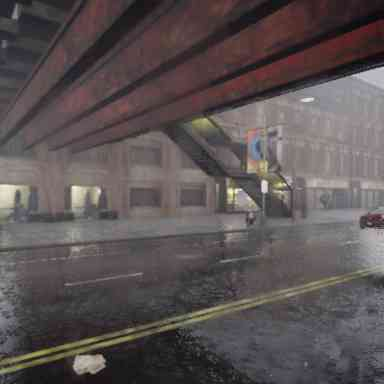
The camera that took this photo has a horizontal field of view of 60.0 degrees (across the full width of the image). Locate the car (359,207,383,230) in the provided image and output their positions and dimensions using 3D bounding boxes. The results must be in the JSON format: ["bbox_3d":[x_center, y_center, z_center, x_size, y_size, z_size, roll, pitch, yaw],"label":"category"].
[{"bbox_3d":[13.112,1.724,22.233,5.008,1.535,1.882,1,0,-36],"label":"car"}]
